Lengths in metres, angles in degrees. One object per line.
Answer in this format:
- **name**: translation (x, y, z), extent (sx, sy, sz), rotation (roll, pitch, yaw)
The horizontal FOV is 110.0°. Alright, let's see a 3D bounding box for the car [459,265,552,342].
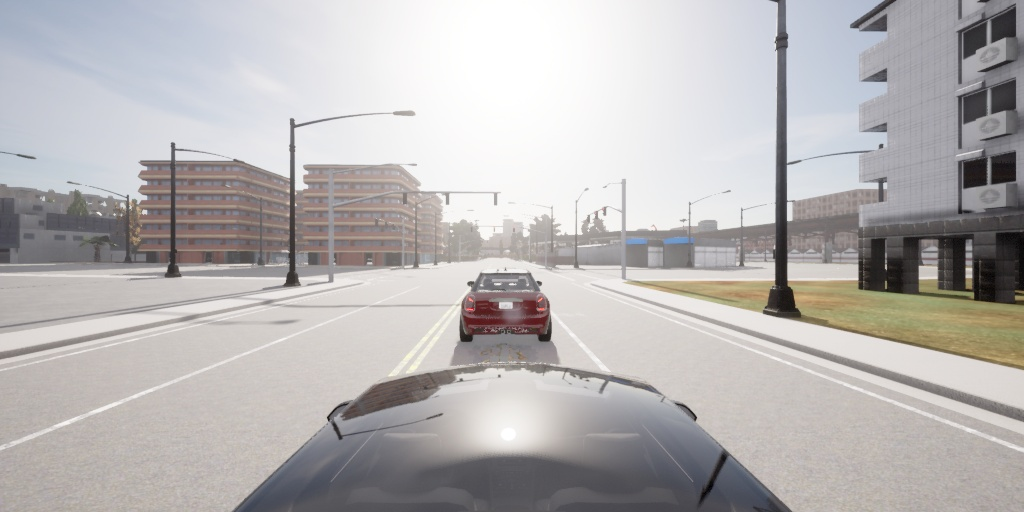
- **car**: translation (-0.196, 1.102, 9.965), extent (2.097, 1.767, 4.553), rotation (0, 0, -2)
